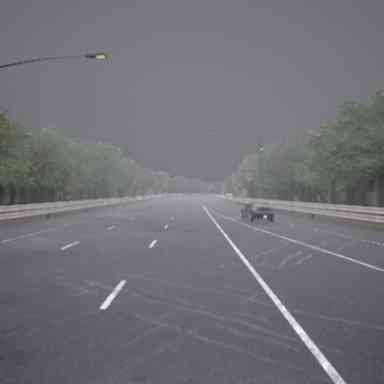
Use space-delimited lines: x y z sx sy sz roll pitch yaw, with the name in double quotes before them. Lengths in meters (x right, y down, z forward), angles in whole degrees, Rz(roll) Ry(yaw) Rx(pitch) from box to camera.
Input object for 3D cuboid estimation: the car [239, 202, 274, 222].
"car" 5.210 1.598 27.140 1.837 1.490 4.892 0 0 -6
